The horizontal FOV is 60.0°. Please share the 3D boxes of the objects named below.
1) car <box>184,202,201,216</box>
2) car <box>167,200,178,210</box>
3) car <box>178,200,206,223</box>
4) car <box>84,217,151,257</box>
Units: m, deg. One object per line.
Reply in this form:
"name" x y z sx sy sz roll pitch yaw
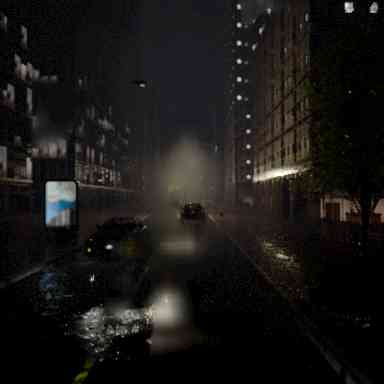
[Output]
"car" 0.069 2.037 40.637 2.033 1.411 5.357 0 -1 0
"car" -2.828 2.017 54.342 2.097 1.767 4.553 0 -1 0
"car" 0.088 1.705 29.401 2.097 1.767 4.553 0 -1 0
"car" -2.850 1.724 13.478 1.994 1.385 4.181 0 -1 0
